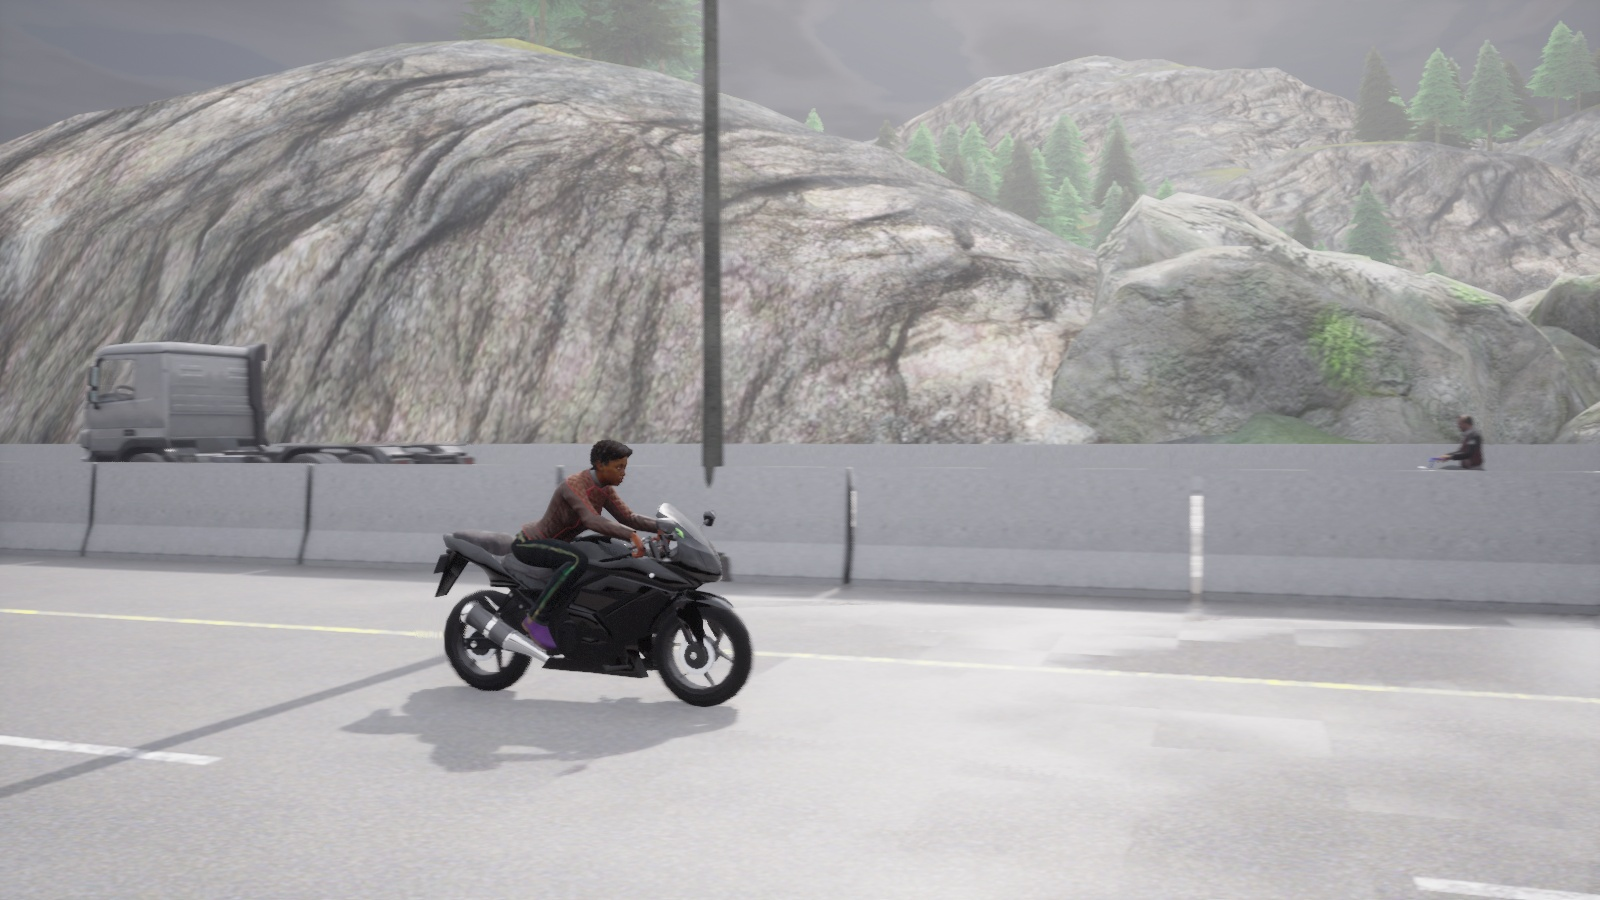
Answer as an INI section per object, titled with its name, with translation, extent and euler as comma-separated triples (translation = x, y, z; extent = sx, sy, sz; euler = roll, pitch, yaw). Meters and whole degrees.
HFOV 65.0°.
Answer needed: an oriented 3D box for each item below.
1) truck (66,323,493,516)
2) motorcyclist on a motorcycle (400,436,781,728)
[truck]
translation = -10.399, -0.597, 25.139
extent = 7.936, 3.462, 2.891
euler = 1, 1, 19
[motorcyclist on a motorcycle]
translation = -1.210, 0.687, 7.292
extent = 2.044, 1.523, 0.797
euler = 1, 1, 19
